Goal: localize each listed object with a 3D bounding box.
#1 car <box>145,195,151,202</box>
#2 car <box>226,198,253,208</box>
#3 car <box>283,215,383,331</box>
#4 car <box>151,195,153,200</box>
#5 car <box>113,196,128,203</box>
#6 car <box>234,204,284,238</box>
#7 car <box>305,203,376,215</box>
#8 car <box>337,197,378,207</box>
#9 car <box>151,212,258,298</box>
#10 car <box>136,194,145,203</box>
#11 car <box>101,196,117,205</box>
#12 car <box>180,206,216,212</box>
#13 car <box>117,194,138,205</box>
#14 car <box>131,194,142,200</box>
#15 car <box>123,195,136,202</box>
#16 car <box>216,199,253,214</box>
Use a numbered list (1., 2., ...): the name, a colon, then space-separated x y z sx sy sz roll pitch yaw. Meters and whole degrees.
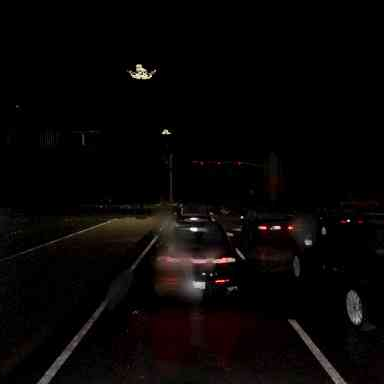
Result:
1. car: -11.580 1.524 79.316 1.812 1.442 4.674 0 0 0
2. car: 6.848 1.600 48.169 1.895 1.301 4.718 0 0 -20
3. car: 3.593 1.478 6.890 1.882 1.535 5.008 0 0 0
4. car: -11.581 1.524 89.723 2.128 1.511 4.902 0 0 0
5. car: -15.071 1.540 70.484 2.033 1.411 5.357 0 0 0
6. car: 3.586 1.547 16.510 2.033 1.411 5.357 0 0 0
7. car: 7.084 1.505 16.975 1.837 1.490 4.892 0 0 0
8. car: 21.669 1.477 43.742 5.008 1.535 1.882 0 0 1
9. car: 0.091 1.491 8.495 2.128 1.511 4.902 0 0 0
10. car: -11.569 1.500 69.046 1.837 1.490 4.892 0 0 0
11. car: -15.116 1.477 60.706 1.882 1.535 5.008 0 0 0
12. car: 0.084 1.505 17.916 1.837 1.490 4.892 0 0 0
13. car: -11.656 1.564 60.224 1.994 1.385 4.181 0 0 1
14. car: -15.072 1.348 90.753 2.097 1.767 4.553 0 0 0
15. car: -15.081 1.525 80.587 2.128 1.511 4.902 0 0 0
16. car: 4.287 1.564 32.962 4.181 1.385 1.994 0 0 -3
